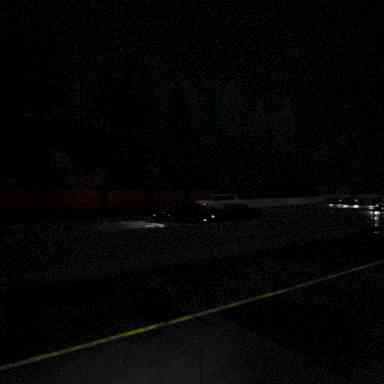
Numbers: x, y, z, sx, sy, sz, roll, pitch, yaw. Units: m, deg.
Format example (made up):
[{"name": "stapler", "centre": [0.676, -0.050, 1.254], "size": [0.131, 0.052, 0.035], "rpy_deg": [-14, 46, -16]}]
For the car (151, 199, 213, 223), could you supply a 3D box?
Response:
[{"name": "car", "centre": [-0.884, 1.480, 25.639], "size": [4.892, 1.490, 1.837], "rpy_deg": [1, 0, -41]}]

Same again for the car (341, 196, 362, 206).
[{"name": "car", "centre": [27.564, 1.393, 56.800], "size": [2.097, 1.767, 4.553], "rpy_deg": [0, 0, 36]}]

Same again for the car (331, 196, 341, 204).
[{"name": "car", "centre": [27.899, 1.534, 63.486], "size": [1.837, 1.490, 4.892], "rpy_deg": [0, 0, 33]}]

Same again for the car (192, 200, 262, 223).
[{"name": "car", "centre": [2.885, 1.535, 24.223], "size": [5.357, 1.411, 2.033], "rpy_deg": [0, 0, -41]}]

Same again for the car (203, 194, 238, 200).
[{"name": "car", "centre": [2.469, 1.201, 33.318], "size": [5.566, 2.045, 2.150], "rpy_deg": [1, 0, -43]}]

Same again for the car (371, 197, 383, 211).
[{"name": "car", "centre": [23.579, 1.568, 40.282], "size": [1.812, 1.442, 4.674], "rpy_deg": [0, 0, 41]}]
